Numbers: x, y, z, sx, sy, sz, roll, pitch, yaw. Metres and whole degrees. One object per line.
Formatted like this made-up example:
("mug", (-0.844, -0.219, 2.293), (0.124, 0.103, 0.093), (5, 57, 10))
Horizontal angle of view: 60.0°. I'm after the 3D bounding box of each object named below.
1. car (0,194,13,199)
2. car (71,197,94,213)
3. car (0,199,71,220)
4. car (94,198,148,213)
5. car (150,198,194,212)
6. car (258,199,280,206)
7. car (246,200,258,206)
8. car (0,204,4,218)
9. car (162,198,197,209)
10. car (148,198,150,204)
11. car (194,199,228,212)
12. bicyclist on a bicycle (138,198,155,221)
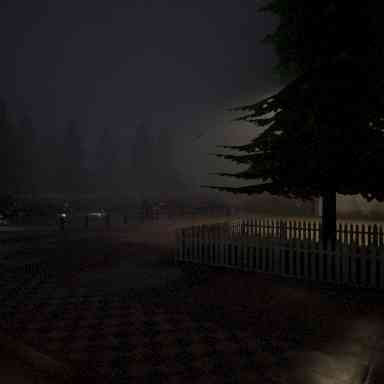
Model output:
("car", (-18.148, 1.222, 28.551), (2.150, 2.045, 5.566), (0, 0, 35))
("car", (-12.549, 1.352, 36.406), (2.097, 1.767, 4.553), (0, 0, 36))
("car", (-13.661, 1.547, 28.817), (2.033, 1.411, 5.357), (0, 0, 35))
("car", (-7.817, 1.547, 37.015), (2.033, 1.411, 5.357), (0, 0, 35))
("car", (-2.243, 1.504, 38.465), (1.837, 1.490, 4.892), (0, 0, 35))
("car", (12.998, 1.504, 53.833), (1.837, 1.490, 4.892), (0, 0, 35))
("car", (10.924, 1.564, 56.952), (1.994, 1.385, 4.181), (0, 0, 35))
("car", (-12.929, 1.525, 17.497), (1.812, 1.442, 4.674), (0, 0, 36))
("car", (-1.650, 1.547, 45.645), (2.033, 1.411, 5.357), (0, 0, 36))
("car", (-6.605, 1.525, 44.741), (1.812, 1.442, 4.674), (0, 0, 36))
("car", (2.383, 1.547, 38.931), (2.033, 1.411, 5.357), (0, 0, 35))
("bicyclist on a bicycle", (-3.355, 1.302, 24.352), (1.656, 1.620, 0.582), (0, 0, 35))
